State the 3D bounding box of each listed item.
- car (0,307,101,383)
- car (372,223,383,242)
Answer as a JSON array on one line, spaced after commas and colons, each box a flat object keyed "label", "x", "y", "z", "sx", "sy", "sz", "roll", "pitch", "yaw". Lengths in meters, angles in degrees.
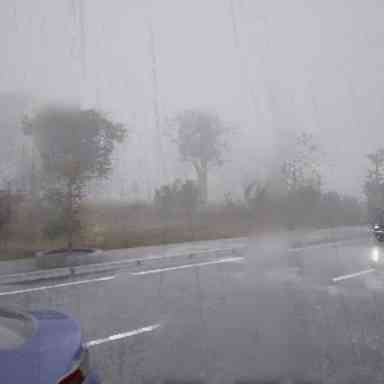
[{"label": "car", "x": -2.910, "y": 1.518, "z": 1.900, "sx": 4.674, "sy": 1.442, "sz": 1.812, "roll": 0, "pitch": 0, "yaw": -35}, {"label": "car", "x": 10.535, "y": 1.694, "z": 15.680, "sx": 4.718, "sy": 1.301, "sz": 1.895, "roll": 0, "pitch": 0, "yaw": -35}]
